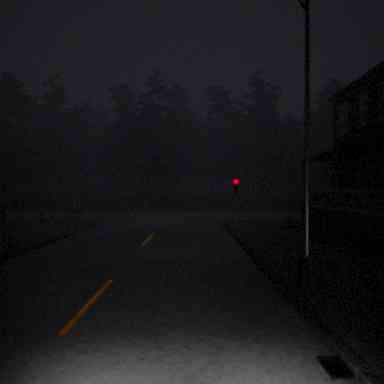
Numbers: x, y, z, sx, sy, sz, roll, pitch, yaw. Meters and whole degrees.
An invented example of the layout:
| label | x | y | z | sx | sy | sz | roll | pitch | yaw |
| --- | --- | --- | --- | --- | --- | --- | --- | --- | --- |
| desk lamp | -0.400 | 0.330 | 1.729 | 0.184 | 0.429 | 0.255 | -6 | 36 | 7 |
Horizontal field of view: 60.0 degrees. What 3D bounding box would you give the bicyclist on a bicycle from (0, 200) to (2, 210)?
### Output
| label | x | y | z | sx | sy | sz | roll | pitch | yaw |
| --- | --- | --- | --- | --- | --- | --- | --- | --- | --- |
| bicyclist on a bicycle | -22.031 | 1.261 | 37.783 | 0.582 | 1.620 | 1.656 | 0 | 0 | 0 |
